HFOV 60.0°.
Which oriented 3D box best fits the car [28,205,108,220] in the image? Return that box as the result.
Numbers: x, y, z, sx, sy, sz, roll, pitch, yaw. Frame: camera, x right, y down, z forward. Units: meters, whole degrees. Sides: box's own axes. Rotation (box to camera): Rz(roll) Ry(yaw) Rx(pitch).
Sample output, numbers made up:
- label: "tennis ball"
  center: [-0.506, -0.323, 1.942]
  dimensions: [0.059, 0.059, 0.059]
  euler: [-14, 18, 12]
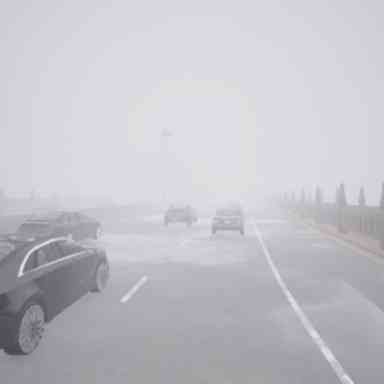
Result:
- label: "car"
  center: [-5.566, 1.538, 14.626]
  dimensions: [1.837, 1.490, 4.892]
  euler: [0, 0, 7]

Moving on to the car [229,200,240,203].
- label: "car"
  center: [5.236, 1.770, 41.018]
  dimensions: [1.812, 1.442, 4.674]
  euler: [0, 0, 8]

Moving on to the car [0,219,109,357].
- label: "car"
  center: [-3.018, 1.498, 6.068]
  dimensions: [2.128, 1.511, 4.902]
  euler: [0, 0, 4]

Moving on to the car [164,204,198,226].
- label: "car"
  center: [-0.730, 1.597, 24.063]
  dimensions: [2.128, 1.511, 4.902]
  euler: [0, 0, 8]

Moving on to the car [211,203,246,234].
- label: "car"
  center: [2.194, 1.644, 19.890]
  dimensions: [2.033, 1.411, 5.357]
  euler: [0, 0, 8]

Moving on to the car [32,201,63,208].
- label: "car"
  center: [-16.548, 1.683, 38.244]
  dimensions: [1.994, 1.385, 4.181]
  euler: [0, 0, 9]

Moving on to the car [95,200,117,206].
- label: "car"
  center: [-11.866, 1.761, 45.973]
  dimensions: [1.994, 1.385, 4.181]
  euler: [0, -1, 9]

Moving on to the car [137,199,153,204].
- label: "car"
  center: [-7.306, 1.798, 52.892]
  dimensions: [1.812, 1.442, 4.674]
  euler: [0, -1, 8]
